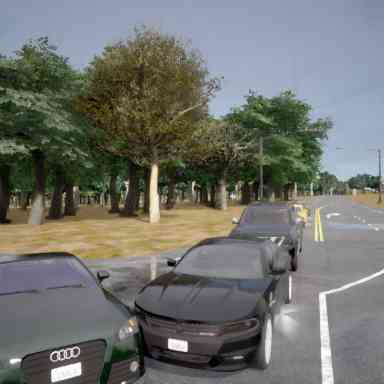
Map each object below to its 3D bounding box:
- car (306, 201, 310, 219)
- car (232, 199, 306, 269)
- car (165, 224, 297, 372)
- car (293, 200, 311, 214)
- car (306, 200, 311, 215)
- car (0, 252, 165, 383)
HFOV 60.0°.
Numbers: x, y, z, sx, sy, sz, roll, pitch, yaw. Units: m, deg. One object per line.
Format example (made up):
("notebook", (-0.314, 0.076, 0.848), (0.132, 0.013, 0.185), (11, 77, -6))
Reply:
("car", (7.249, 1.663, 24.035), (1.882, 1.535, 5.008), (-1, 0, 21))
("car", (2.867, 1.459, 12.379), (2.150, 2.045, 5.566), (-2, 0, 21))
("car", (0.743, 1.613, 6.240), (1.882, 1.535, 5.008), (-1, -2, 21))
("car", (13.340, 1.746, 40.121), (1.812, 1.442, 4.674), (-1, 0, 21))
("car", (9.311, 1.723, 29.538), (1.812, 1.442, 4.674), (-1, 0, 21))
("car", (-2.303, 1.643, 4.944), (1.994, 1.385, 4.181), (1, -2, -33))
